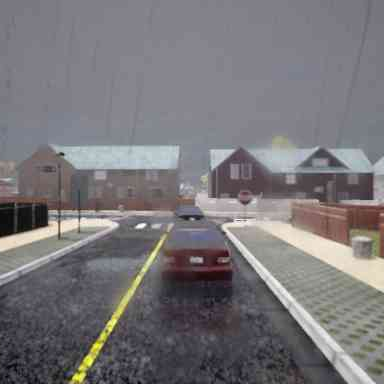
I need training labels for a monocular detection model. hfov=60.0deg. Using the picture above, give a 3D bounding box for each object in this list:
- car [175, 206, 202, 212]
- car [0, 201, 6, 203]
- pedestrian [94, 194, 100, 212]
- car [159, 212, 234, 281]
[{"bbox_3d":[-0.253,1.559,21.043,2.033,1.411,5.357,0,0,-5],"label":"car"},{"bbox_3d":[-16.137,1.361,26.947,4.902,1.511,2.128,1,0,1],"label":"car"},{"bbox_3d":[-9.372,1.074,32.662,0.375,1.860,0.375,0,-1,1],"label":"pedestrian"},{"bbox_3d":[0.096,1.553,9.856,2.033,1.411,5.357,0,0,0],"label":"car"}]
